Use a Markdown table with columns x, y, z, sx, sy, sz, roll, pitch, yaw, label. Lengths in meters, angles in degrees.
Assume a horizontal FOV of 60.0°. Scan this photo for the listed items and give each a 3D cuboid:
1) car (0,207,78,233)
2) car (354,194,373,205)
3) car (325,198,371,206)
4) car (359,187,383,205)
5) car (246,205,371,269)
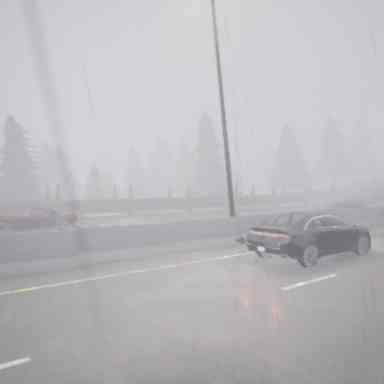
| x | y | z | sx | sy | sz | roll | pitch | yaw | label |
| --- | --- | --- | --- | --- | --- | --- | --- | --- | --- |
| -9.131 | 1.566 | 18.972 | 4.718 | 1.301 | 1.895 | -1 | 0 | -35 | car |
| 14.610 | 1.232 | 31.594 | 5.357 | 1.411 | 2.033 | -1 | 0 | -35 | car |
| 10.999 | 1.360 | 24.727 | 4.718 | 1.301 | 1.895 | -1 | 0 | -35 | car |
| 22.398 | 0.475 | 41.425 | 5.566 | 2.045 | 2.150 | -4 | 2 | -35 | car |
| 3.943 | 1.393 | 10.859 | 4.902 | 1.511 | 2.128 | -1 | 0 | -36 | car |
